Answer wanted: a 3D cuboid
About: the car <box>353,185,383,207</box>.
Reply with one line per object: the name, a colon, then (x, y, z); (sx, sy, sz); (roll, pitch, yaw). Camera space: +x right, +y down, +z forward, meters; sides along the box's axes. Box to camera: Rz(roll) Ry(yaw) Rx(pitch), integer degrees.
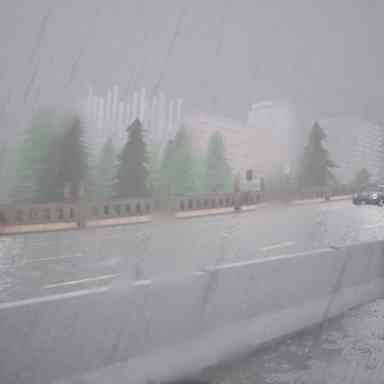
car: (15.482, 0.225, 27.899); (4.553, 1.767, 2.097); (-3, 2, -35)
